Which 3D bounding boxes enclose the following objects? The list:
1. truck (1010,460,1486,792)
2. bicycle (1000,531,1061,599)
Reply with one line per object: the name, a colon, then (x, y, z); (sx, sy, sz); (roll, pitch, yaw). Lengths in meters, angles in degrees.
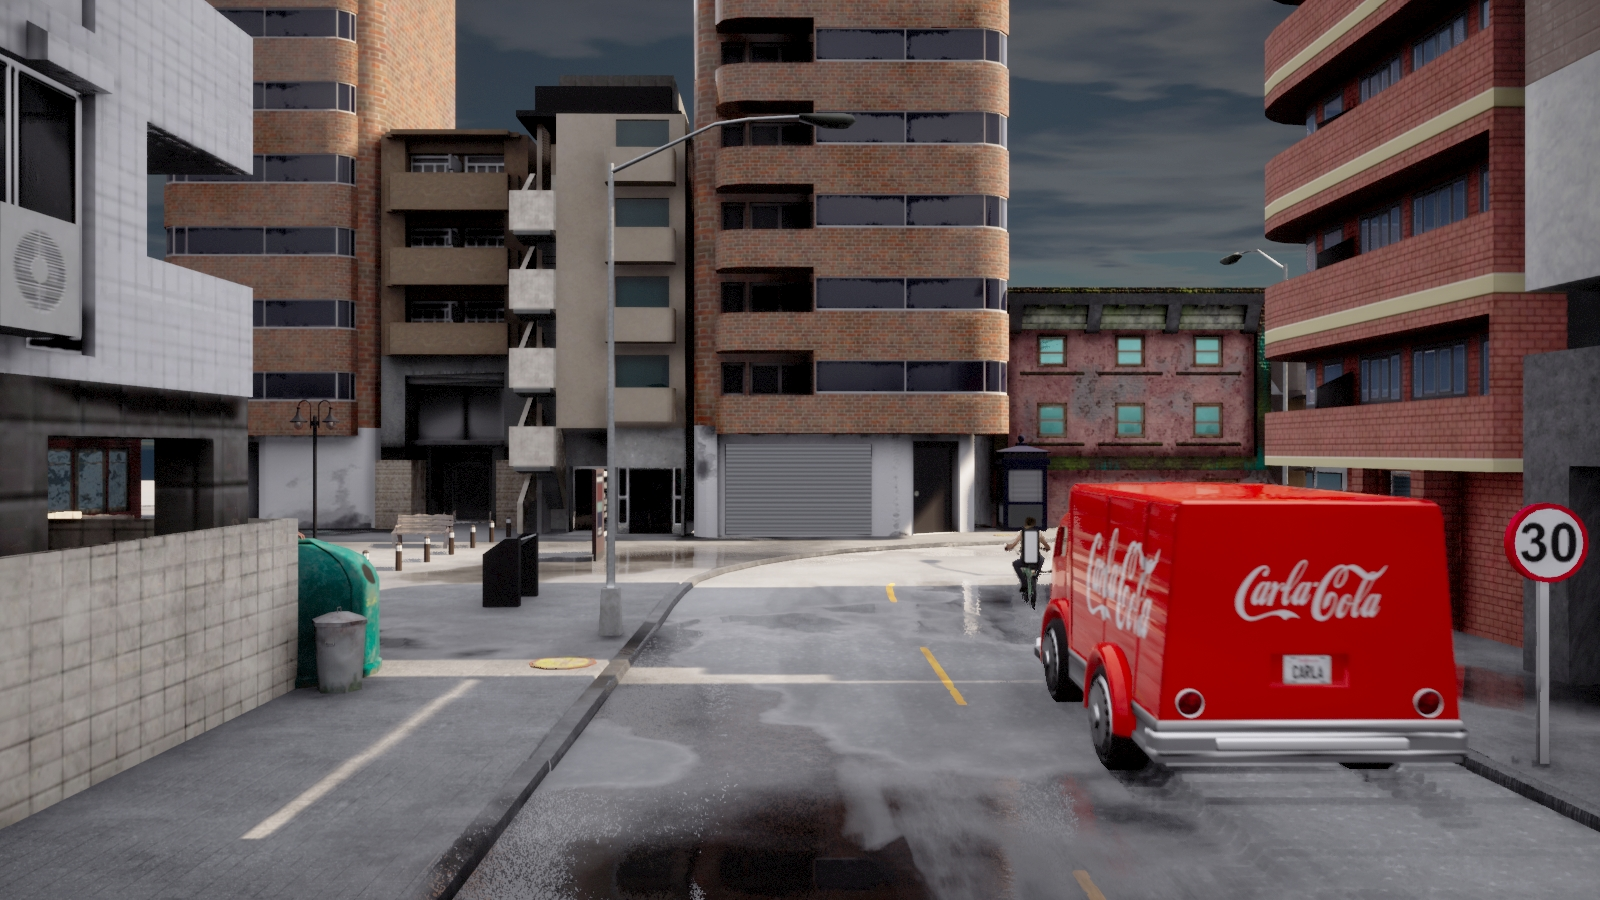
truck: (3.872, 1.353, 11.257); (2.627, 2.467, 5.204); (0, 0, 0)
bicycle: (4.135, 2.045, 20.594); (0.859, 1.080, 1.487); (0, 0, 3)
